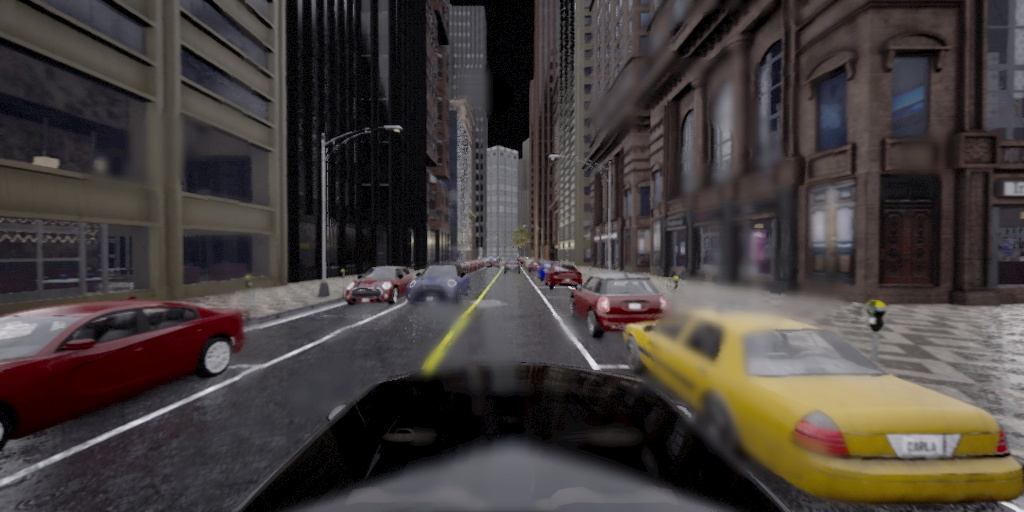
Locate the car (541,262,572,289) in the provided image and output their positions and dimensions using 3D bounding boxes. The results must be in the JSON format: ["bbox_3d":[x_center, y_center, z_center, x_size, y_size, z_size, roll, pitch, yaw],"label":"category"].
[{"bbox_3d":[3.144,1.218,22.788,1.882,1.535,5.008,0,0,0],"label":"car"}]

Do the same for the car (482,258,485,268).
[{"bbox_3d":[-5.655,1.261,55.243,1.888,1.381,4.507,0,0,0],"label":"car"}]

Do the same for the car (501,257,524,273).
[{"bbox_3d":[0.061,1.221,42.871,2.128,1.511,4.902,0,0,1],"label":"car"}]

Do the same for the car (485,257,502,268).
[{"bbox_3d":[-3.031,1.276,57.734,1.994,1.385,4.181,0,0,1],"label":"car"}]

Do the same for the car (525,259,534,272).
[{"bbox_3d":[2.868,1.309,43.997,1.802,1.307,4.207,0,0,0],"label":"car"}]

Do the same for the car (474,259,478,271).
[{"bbox_3d":[-5.658,1.272,43.993,1.888,1.381,4.507,0,0,0],"label":"car"}]

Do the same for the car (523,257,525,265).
[{"bbox_3d":[2.871,1.240,55.416,1.751,1.417,4.829,0,0,0],"label":"car"}]

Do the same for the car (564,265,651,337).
[{"bbox_3d":[2.859,1.186,10.250,1.967,1.591,4.097,0,0,0],"label":"car"}]

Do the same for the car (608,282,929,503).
[{"bbox_3d":[2.858,1.274,4.795,1.751,1.417,4.829,0,0,0],"label":"car"}]

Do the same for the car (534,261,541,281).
[{"bbox_3d":[3.147,1.214,29.788,1.882,1.535,5.008,0,0,0],"label":"car"}]

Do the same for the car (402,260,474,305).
[{"bbox_3d":[-3.097,1.096,16.042,2.097,1.767,4.553,0,0,0],"label":"car"}]

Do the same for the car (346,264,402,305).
[{"bbox_3d":[-5.665,1.184,15.869,1.967,1.591,4.097,0,0,0],"label":"car"}]

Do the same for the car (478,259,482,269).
[{"bbox_3d":[-5.657,1.267,49.618,1.888,1.381,4.507,0,0,0],"label":"car"}]

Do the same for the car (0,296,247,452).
[{"bbox_3d":[-5.668,1.294,4.620,1.888,1.381,4.507,0,0,0],"label":"car"}]
